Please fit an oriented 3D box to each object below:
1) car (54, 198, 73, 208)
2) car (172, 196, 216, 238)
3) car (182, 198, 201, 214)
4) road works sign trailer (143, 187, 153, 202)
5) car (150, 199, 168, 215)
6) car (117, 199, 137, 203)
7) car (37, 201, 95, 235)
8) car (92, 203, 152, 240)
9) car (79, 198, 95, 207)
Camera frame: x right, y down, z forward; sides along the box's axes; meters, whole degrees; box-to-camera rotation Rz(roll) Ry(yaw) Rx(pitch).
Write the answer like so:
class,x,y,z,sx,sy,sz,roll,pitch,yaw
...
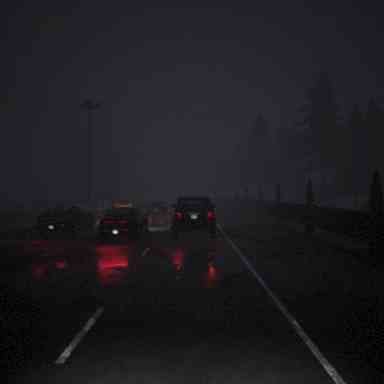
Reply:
class,x,y,z,sx,sy,sz,roll,pitch,yaw
car,-19.673,1.636,51.041,1.895,1.301,4.718,0,0,-11
car,0.101,1.234,17.982,2.150,2.045,5.566,0,0,0
car,-0.120,1.503,36.067,1.882,1.535,5.008,0,0,-2
road works sign trailer,-10.583,0.519,78.849,2.380,3.560,2.880,0,0,-28
car,-3.552,1.515,34.494,2.128,1.511,4.902,0,0,-2
car,-7.118,1.503,36.067,1.882,1.535,5.008,0,0,-2
car,-6.900,1.505,18.709,2.128,1.511,4.902,0,0,0
car,-3.400,1.517,17.158,1.837,1.490,4.892,0,0,0
car,-16.493,1.600,52.514,1.994,1.385,4.181,0,0,-12
